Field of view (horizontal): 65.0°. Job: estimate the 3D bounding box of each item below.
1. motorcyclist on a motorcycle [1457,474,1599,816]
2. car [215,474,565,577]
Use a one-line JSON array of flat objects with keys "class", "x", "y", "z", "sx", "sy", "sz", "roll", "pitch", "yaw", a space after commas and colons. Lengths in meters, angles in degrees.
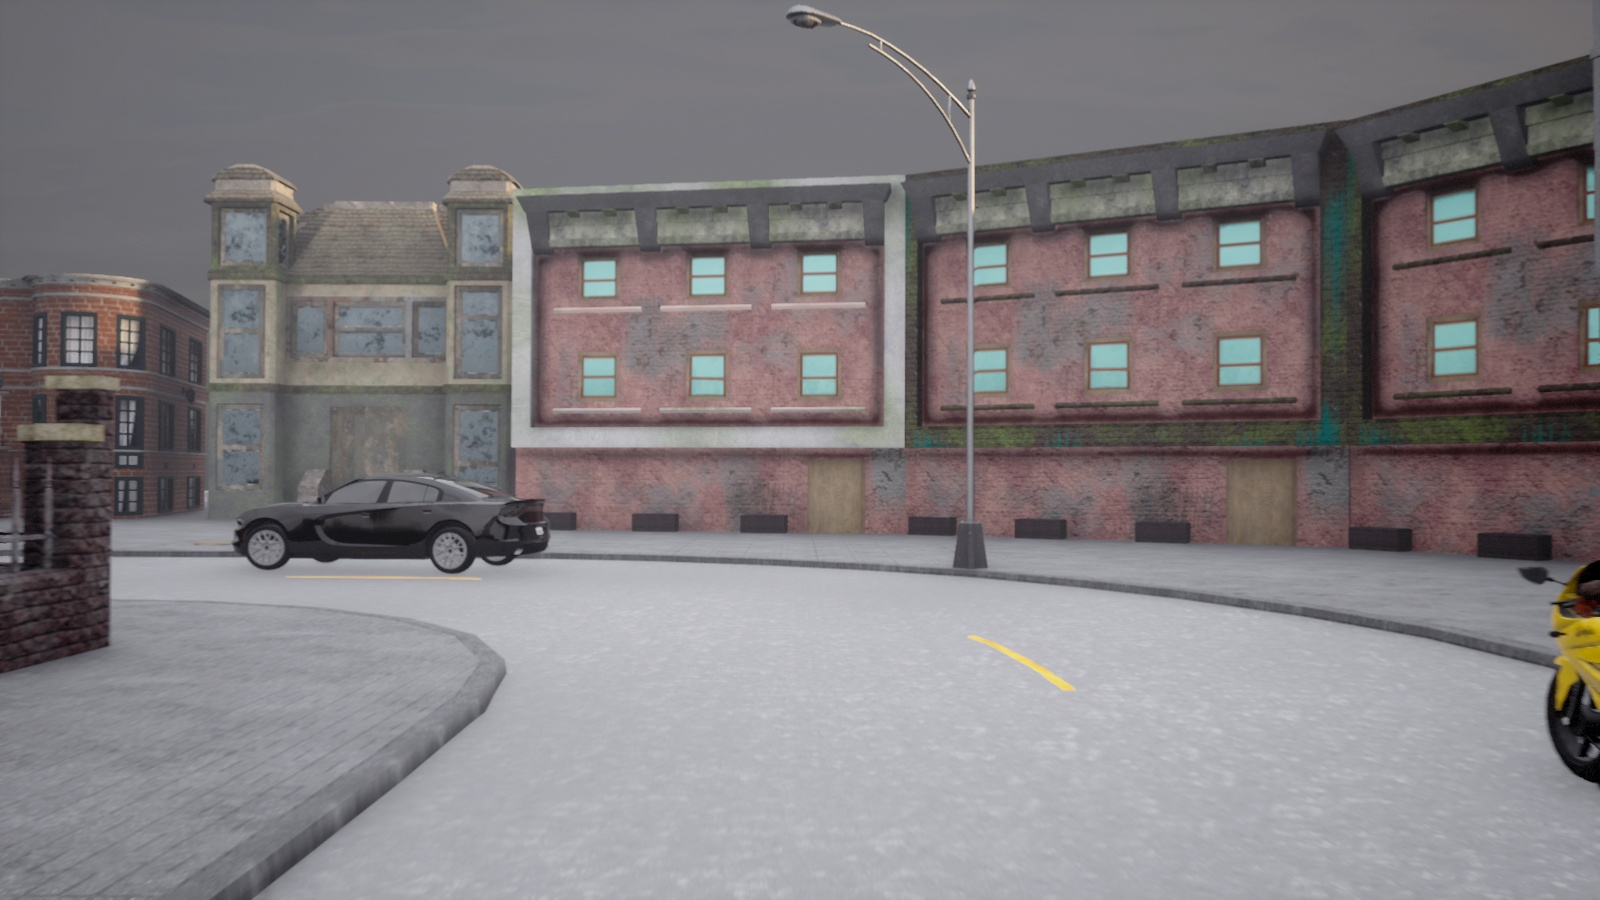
[{"class": "motorcyclist on a motorcycle", "x": 3.978, "y": 0.878, "z": 5.800, "sx": 0.797, "sy": 1.523, "sz": 2.044, "roll": 0, "pitch": -1, "yaw": 0}, {"class": "car", "x": -6.480, "y": 1.155, "z": 20.049, "sx": 5.008, "sy": 1.535, "sz": 1.882, "roll": 0, "pitch": -1, "yaw": 10}]
